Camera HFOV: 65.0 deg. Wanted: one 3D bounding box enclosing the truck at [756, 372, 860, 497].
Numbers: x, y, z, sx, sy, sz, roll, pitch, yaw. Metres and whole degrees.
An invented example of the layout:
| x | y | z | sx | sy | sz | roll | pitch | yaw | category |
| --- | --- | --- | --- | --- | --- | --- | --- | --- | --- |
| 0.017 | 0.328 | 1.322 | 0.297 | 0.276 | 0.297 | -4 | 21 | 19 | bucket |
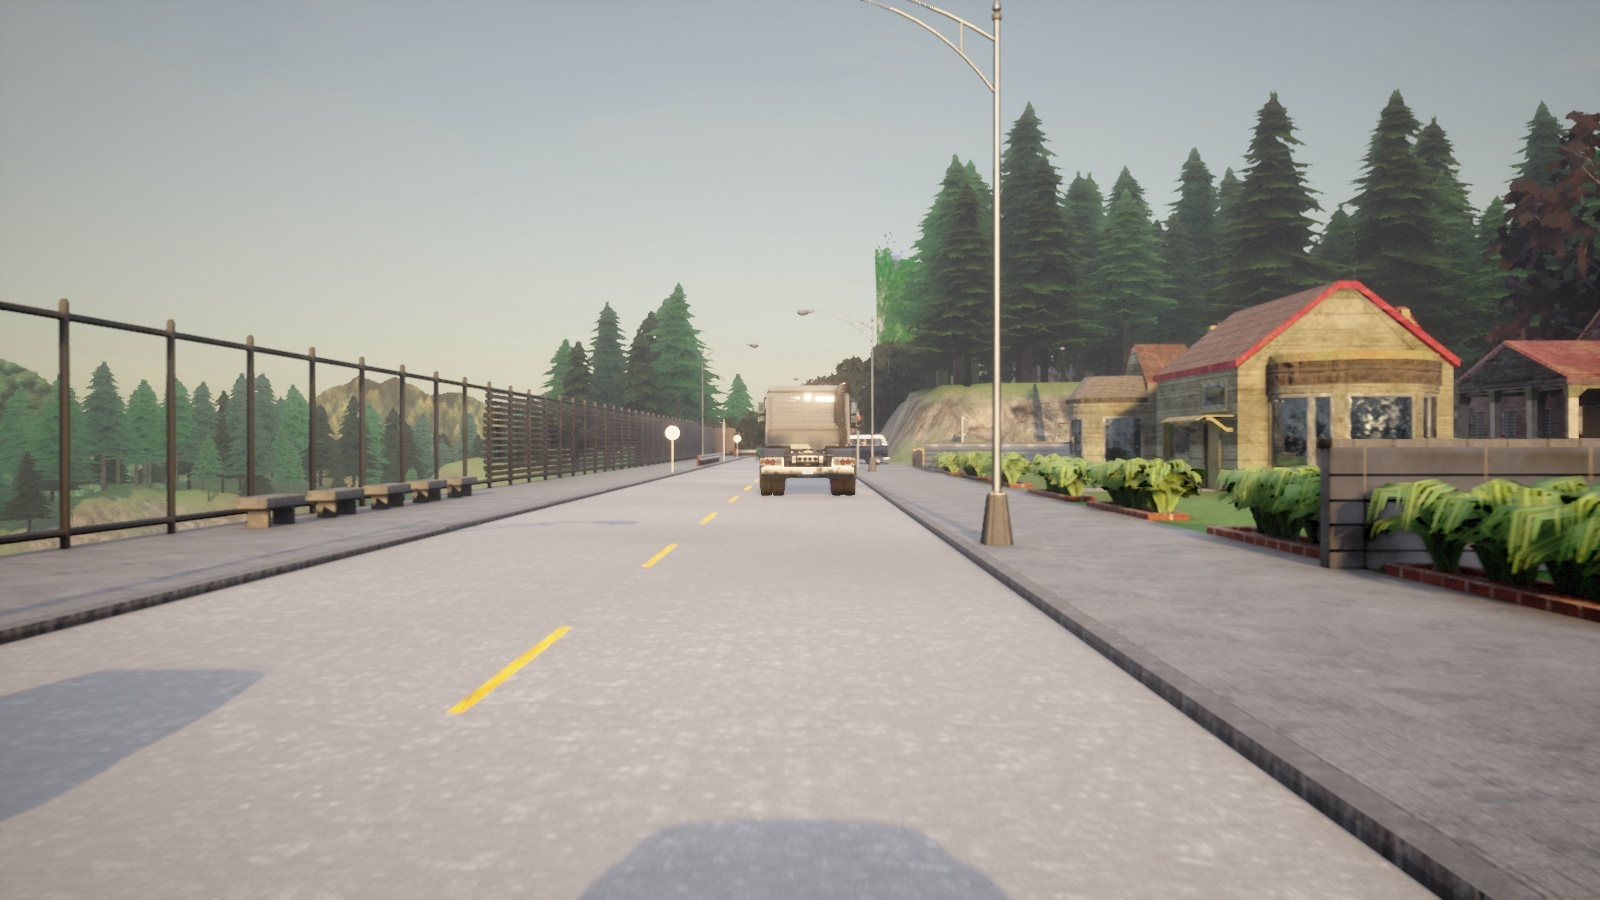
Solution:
| x | y | z | sx | sy | sz | roll | pitch | yaw | category |
| --- | --- | --- | --- | --- | --- | --- | --- | --- | --- |
| 0.238 | -0.454 | 38.754 | 2.891 | 3.462 | 7.936 | 0 | 0 | 0 | truck |

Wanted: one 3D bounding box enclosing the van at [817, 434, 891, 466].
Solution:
| x | y | z | sx | sy | sz | roll | pitch | yaw | category |
| --- | --- | --- | --- | --- | --- | --- | --- | --- | --- |
| 3.576 | 0.001 | 83.668 | 4.480 | 2.038 | 2.069 | 0 | 0 | -14 | van |
